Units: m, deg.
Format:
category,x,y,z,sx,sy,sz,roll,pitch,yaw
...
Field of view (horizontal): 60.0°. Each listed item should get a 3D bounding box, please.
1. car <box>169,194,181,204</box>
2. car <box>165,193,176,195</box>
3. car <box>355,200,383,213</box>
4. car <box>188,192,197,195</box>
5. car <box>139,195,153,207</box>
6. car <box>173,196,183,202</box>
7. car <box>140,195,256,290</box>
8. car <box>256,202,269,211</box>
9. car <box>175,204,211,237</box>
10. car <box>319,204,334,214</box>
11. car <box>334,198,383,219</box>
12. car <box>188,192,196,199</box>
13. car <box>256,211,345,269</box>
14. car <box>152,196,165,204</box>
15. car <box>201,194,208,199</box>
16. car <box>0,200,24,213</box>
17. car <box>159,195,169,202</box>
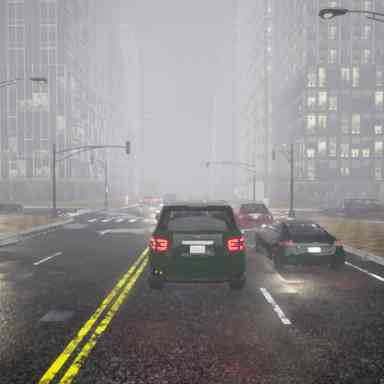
category,x,y,z,sx,sy,sz,roll,pitch,yaw
car,-3.217,1.297,64.669,2.097,1.767,4.553,0,0,1
car,-3.301,1.183,51.771,2.150,2.045,5.566,0,0,-1
car,21.856,1.641,38.728,4.829,1.417,1.752,1,0,1
car,0.098,1.439,81.675,1.812,1.442,4.674,0,0,0
car,-6.563,1.316,49.986,2.097,1.767,4.553,0,0,1
car,-3.160,1.526,75.724,1.895,1.301,4.718,0,0,0
car,0.113,1.217,9.218,2.150,2.045,5.566,0,0,0
car,3.373,1.341,19.762,2.097,1.767,4.553,0,0,0
car,0.119,1.515,18.900,1.812,1.442,4.674,0,0,2
car,16.766,1.660,36.224,5.357,1.411,2.033,0,1,1
car,16.237,1.517,30.448,5.009,1.841,2.192,1,0,1
car,0.110,0.963,91.704,2.150,2.045,5.566,0,0,0
car,3.363,1.558,11.148,1.994,1.385,4.181,0,0,0
car,-6.463,1.547,64.575,1.895,1.301,4.718,0,0,1
car,3.360,1.216,91.670,1.882,1.535,5.008,0,0,0
car,-19.715,1.440,33.674,4.718,1.301,1.895,1,1,1
car,-6.410,1.408,76.046,1.882,1.535,5.008,0,0,0
